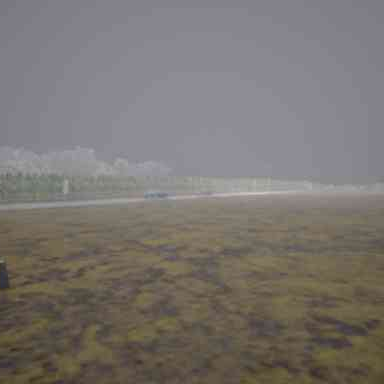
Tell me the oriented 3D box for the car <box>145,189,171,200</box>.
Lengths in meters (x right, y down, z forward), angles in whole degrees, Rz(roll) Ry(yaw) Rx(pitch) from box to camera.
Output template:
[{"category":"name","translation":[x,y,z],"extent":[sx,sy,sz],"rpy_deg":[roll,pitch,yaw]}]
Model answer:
[{"category":"car","translation":[-5.488,0.240,54.046],"extent":[2.097,1.767,4.553],"rpy_deg":[2,2,36]}]

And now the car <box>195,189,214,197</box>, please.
[{"category":"car","translation":[2.513,0.067,65.231],"extent":[2.128,1.511,4.902],"rpy_deg":[2,2,36]}]
